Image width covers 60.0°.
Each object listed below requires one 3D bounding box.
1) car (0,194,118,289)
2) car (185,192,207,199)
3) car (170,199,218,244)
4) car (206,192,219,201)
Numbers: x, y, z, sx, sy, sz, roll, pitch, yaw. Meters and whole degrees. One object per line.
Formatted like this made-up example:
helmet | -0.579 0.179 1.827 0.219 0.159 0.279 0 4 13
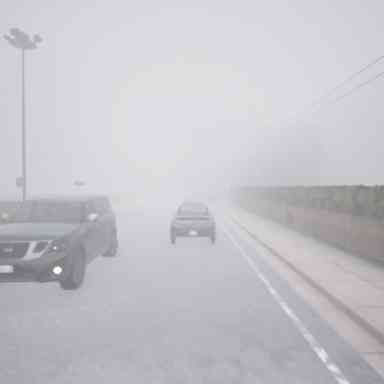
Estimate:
car | -3.574 1.094 9.148 2.150 2.045 5.566 0 1 0
car | 0.076 1.060 30.003 1.882 1.535 5.008 0 1 1
car | 0.063 1.286 14.677 2.128 1.511 4.902 0 1 1
car | 2.036 0.799 47.066 2.128 1.511 4.902 0 2 33
